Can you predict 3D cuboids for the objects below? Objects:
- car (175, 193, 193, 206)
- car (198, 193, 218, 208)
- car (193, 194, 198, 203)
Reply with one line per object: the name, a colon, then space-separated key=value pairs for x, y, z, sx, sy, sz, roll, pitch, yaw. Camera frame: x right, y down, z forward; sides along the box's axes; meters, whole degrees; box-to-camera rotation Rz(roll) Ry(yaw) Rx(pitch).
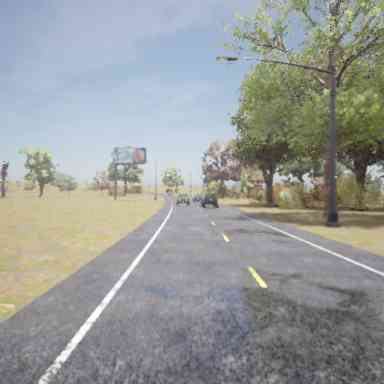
car: x=-1.450 y=1.170 z=53.826 sx=2.150 sy=2.045 sz=5.566 roll=0 pitch=0 yaw=-2
car: x=2.475 y=1.181 z=48.356 sx=2.150 sy=2.045 sz=5.566 roll=0 pitch=0 yaw=-3
car: x=1.138 y=1.274 z=69.852 sx=2.097 sy=1.767 sz=4.553 roll=0 pitch=0 yaw=-4
